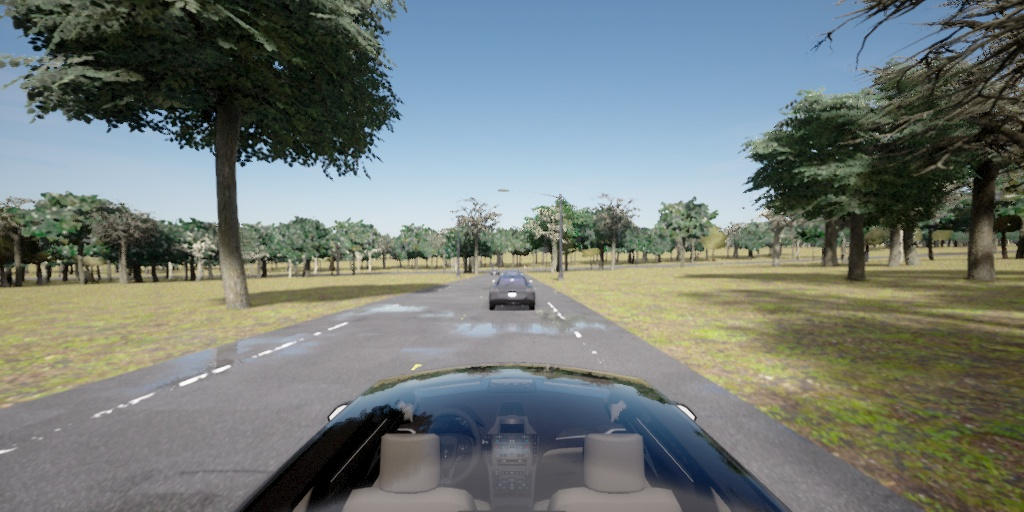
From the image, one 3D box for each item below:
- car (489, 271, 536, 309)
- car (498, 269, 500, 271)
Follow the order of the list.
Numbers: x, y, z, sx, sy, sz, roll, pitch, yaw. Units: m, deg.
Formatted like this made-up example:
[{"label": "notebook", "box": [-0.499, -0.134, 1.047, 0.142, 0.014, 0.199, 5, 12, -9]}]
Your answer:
[{"label": "car", "box": [0.013, 1.542, 16.169, 1.994, 1.385, 4.181, 0, -1, 0]}, {"label": "car", "box": [0.020, 1.975, 31.258, 1.994, 1.385, 4.181, 0, -2, 0]}]
